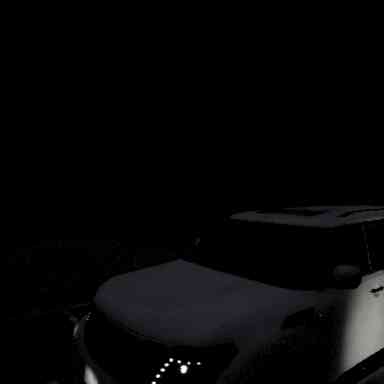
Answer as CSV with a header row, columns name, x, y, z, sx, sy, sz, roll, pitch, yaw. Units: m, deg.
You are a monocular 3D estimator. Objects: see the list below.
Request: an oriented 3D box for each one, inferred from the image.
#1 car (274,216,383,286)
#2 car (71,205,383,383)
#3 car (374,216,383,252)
name,x,y,z,sx,sy,sz,roll,pitch,yaw
car,4.730,1.560,10.026,4.403,1.369,2.008,0,0,-36
car,1.405,1.226,4.379,5.566,2.045,2.150,0,0,-36
car,9.171,1.596,13.196,4.206,1.307,1.802,0,0,-36
